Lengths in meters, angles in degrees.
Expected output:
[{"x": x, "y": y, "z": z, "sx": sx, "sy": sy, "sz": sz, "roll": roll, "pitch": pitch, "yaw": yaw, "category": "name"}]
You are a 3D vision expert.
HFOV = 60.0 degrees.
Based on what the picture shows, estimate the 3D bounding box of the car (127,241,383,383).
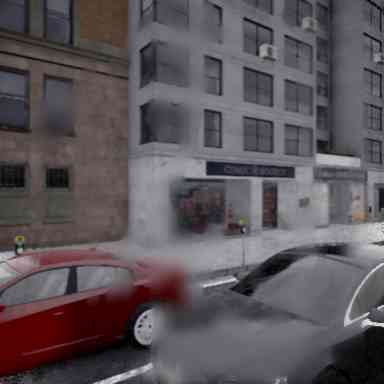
[{"x": 1.830, "y": 1.500, "z": 4.376, "sx": 4.892, "sy": 1.490, "sz": 1.837, "roll": 0, "pitch": 0, "yaw": -35, "category": "car"}]

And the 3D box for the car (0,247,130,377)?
[{"x": -2.127, "y": 1.544, "z": 4.672, "sx": 4.507, "sy": 1.381, "sz": 1.887, "roll": 0, "pitch": 0, "yaw": -35, "category": "car"}]
